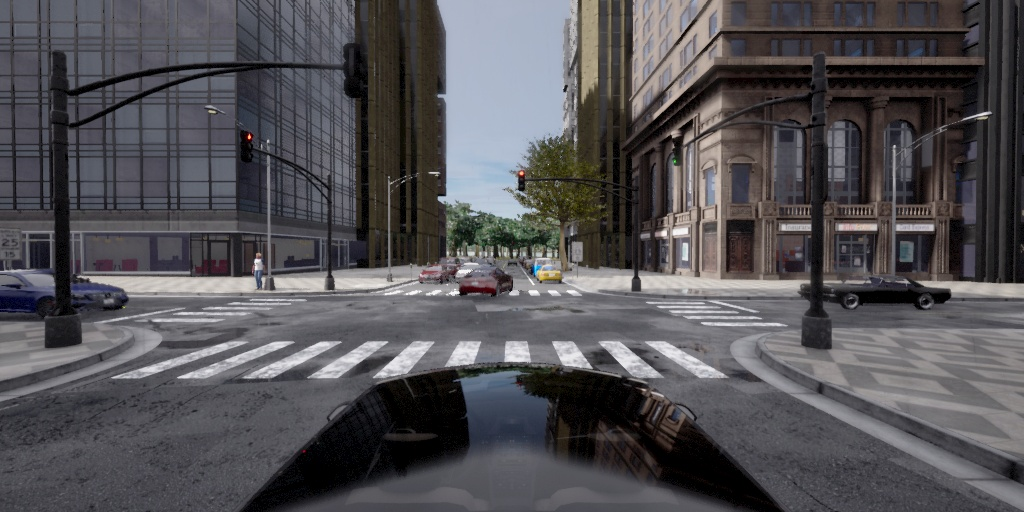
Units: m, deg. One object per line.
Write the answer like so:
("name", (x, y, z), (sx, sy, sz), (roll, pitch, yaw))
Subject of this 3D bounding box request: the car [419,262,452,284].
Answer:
("car", (-5.759, 1.312, 26.937), (1.802, 1.307, 4.207), (0, 0, 0))

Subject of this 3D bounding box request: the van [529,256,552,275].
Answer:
("van", (2.767, 1.061, 32.625), (1.690, 1.789, 3.998), (0, 0, 0))

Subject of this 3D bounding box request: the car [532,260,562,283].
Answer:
("car", (2.766, 1.255, 27.115), (1.751, 1.417, 4.829), (0, 0, 0))

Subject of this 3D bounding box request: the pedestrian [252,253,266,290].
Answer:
("pedestrian", (-12.520, 0.742, 17.767), (0.375, 1.860, 0.375), (0, 0, 0))

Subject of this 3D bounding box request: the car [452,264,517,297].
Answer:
("car", (-1.244, 1.286, 18.823), (1.994, 1.385, 4.181), (0, 0, 15))

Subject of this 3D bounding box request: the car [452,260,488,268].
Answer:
("car", (-3.093, 1.255, 27.180), (1.812, 1.442, 4.674), (0, 0, 0))

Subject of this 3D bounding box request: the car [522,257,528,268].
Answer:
("car", (2.770, 1.210, 49.834), (1.751, 1.417, 4.829), (0, 0, 0))

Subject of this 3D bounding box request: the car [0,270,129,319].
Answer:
("car", (-15.302, 1.174, 11.530), (4.674, 1.442, 1.812), (1, 1, 0))

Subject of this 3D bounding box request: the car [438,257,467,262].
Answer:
("car", (-5.758, 1.035, 32.618), (2.192, 1.841, 5.009), (0, 0, 0))

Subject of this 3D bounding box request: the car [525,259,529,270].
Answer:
("car", (2.768, 1.276, 38.305), (1.948, 1.339, 4.313), (0, 0, 0))

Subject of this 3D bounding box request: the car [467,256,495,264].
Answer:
("car", (-3.093, 1.067, 36.060), (2.097, 1.767, 4.553), (0, 0, 0))

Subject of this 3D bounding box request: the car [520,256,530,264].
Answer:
("car", (2.771, 1.204, 61.022), (2.007, 1.370, 4.403), (0, 0, 0))

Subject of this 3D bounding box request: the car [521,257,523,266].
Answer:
("car", (2.770, 1.215, 55.343), (1.888, 1.381, 4.507), (0, 0, 0))

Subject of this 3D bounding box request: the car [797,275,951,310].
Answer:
("car", (14.712, 1.444, 14.787), (4.718, 1.301, 1.895), (0, 1, 0))
